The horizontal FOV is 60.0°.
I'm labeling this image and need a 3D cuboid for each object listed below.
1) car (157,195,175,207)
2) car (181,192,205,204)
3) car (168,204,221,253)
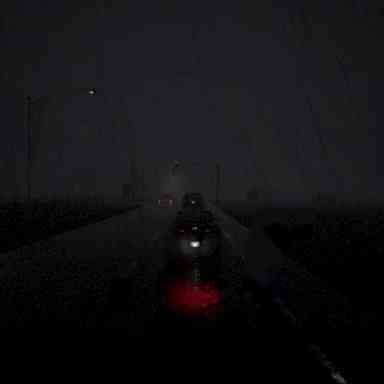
[{"bbox_3d":[-3.499,1.172,45.265,2.097,1.767,4.553,0,0,0],"label":"car"},{"bbox_3d":[0.101,1.042,33.511,2.150,2.045,5.566,0,0,0],"label":"car"},{"bbox_3d":[0.098,1.437,13.290,1.837,1.490,4.892,0,0,0],"label":"car"}]
